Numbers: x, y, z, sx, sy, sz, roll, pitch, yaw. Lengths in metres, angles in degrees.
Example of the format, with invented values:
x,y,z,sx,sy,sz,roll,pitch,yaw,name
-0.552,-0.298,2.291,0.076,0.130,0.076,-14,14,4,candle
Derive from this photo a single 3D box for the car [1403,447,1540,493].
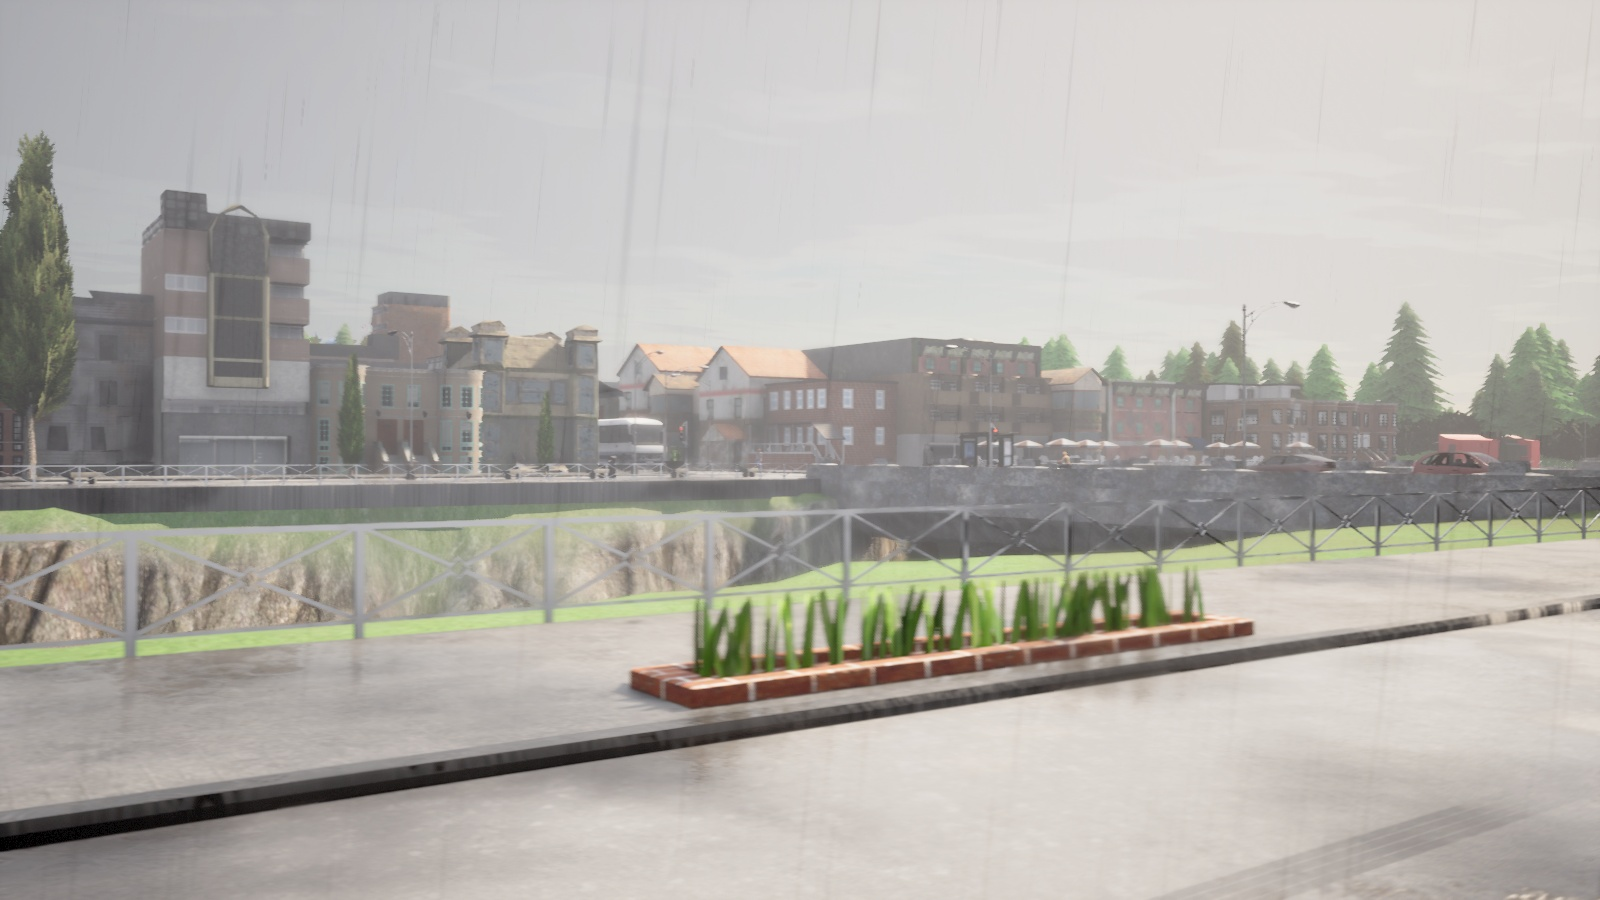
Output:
x,y,z,sx,sy,sz,roll,pitch,yaw,name
24.346,0.703,45.650,1.851,1.617,3.988,0,0,-35,car

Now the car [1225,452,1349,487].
x,y,z,sx,sy,sz,roll,pitch,yaw,name
21.787,0.837,56.318,2.163,1.488,4.792,0,0,-35,car
